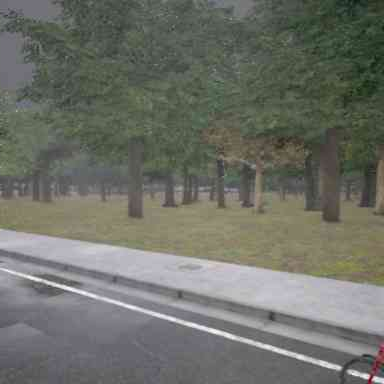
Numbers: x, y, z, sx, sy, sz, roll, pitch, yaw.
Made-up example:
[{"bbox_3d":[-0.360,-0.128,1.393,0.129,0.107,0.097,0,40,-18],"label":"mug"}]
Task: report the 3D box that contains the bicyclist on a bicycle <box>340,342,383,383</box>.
[{"bbox_3d":[2.194,1.437,3.118,1.509,1.612,0.866,1,0,35],"label":"bicyclist on a bicycle"}]
